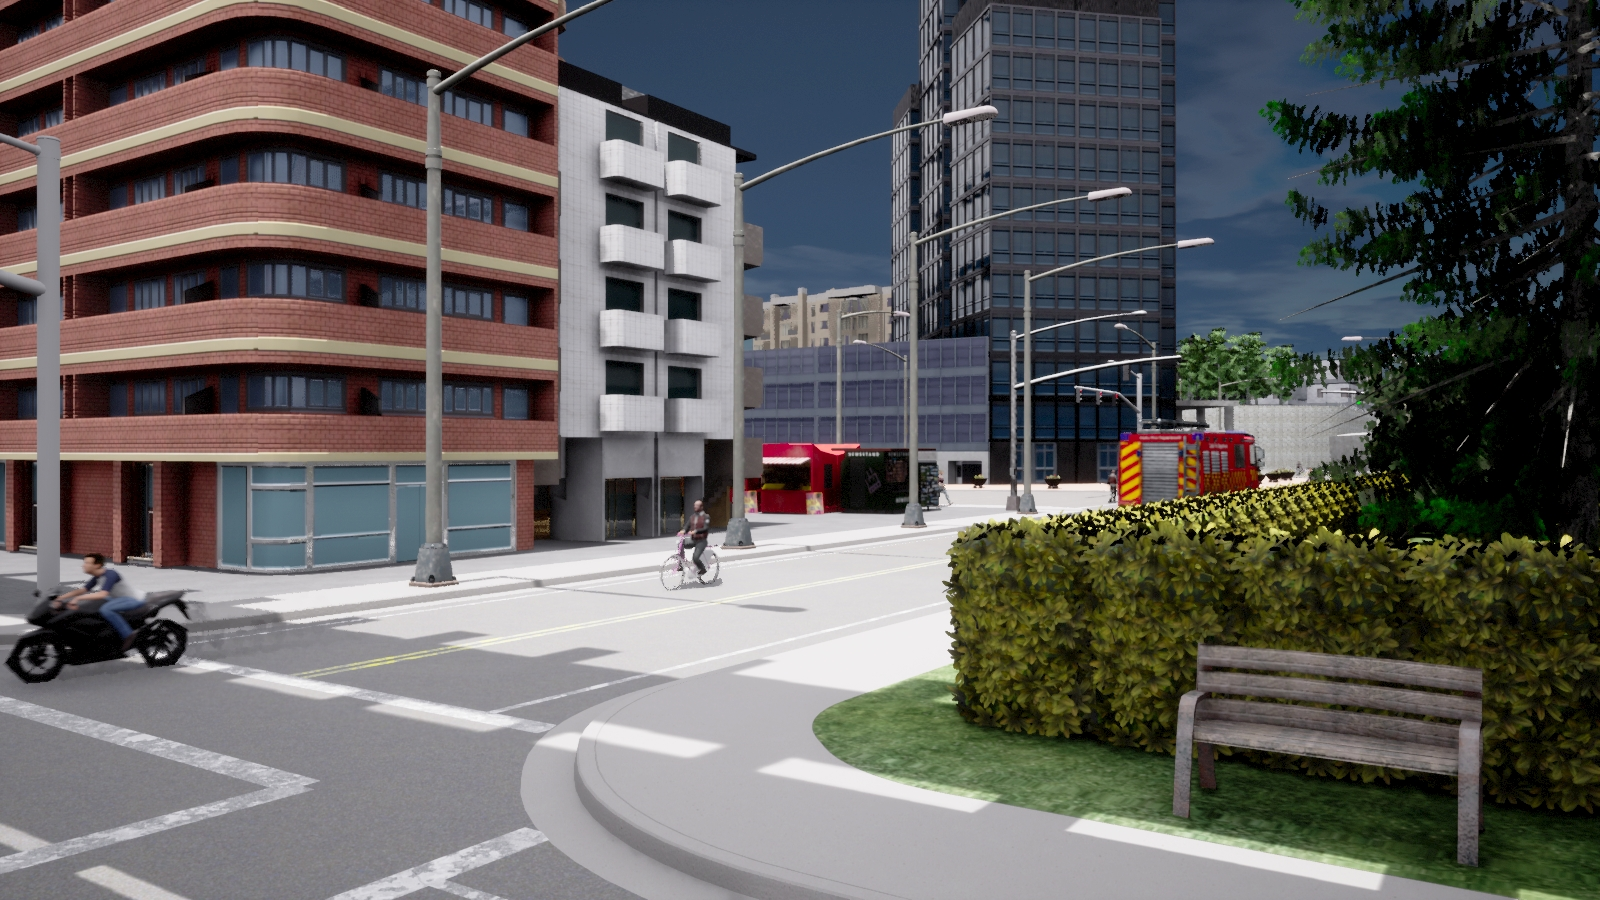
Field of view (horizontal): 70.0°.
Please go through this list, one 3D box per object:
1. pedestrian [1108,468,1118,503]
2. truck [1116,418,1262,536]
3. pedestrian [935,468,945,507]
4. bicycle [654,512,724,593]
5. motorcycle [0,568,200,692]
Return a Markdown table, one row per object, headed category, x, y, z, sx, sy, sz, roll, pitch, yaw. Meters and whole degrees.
| category | x | y | z | sx | sy | sz | roll | pitch | yaw |
| --- | --- | --- | --- | --- | --- | --- | --- | --- | --- |
| pedestrian | 16.768 | 1.894 | 61.195 | 0.375 | 1.860 | 0.375 | 0 | 0 | 34 |
| truck | 14.244 | 0.888 | 41.330 | 2.891 | 3.827 | 8.468 | 0 | 0 | 34 |
| pedestrian | 6.650 | 1.786 | 54.258 | 0.375 | 1.860 | 0.375 | 0 | 0 | 36 |
| bicycle | -2.226 | 2.048 | 23.109 | 0.329 | 1.496 | 1.835 | 0 | 0 | 34 |
| motorcycle | -8.682 | 2.174 | 14.188 | 0.803 | 1.224 | 2.033 | -1 | -1 | 40 |
